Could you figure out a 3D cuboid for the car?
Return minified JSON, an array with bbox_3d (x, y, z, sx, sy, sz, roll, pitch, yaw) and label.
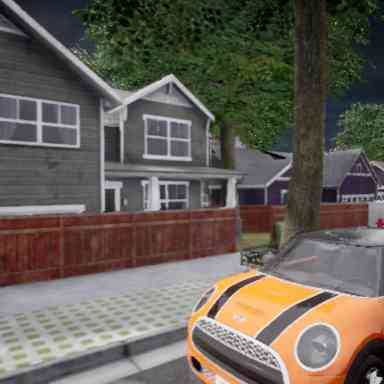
[{"bbox_3d":[2.148,1.359,4.672,4.553,1.767,2.097,0,0,-36],"label":"car"}]
